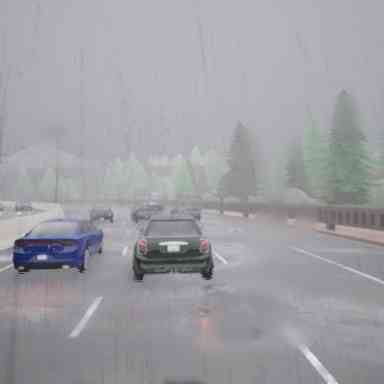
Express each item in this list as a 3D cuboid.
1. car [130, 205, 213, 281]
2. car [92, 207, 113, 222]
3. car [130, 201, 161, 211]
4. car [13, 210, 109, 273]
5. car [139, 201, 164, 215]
[{"bbox_3d":[-0.673,1.461,10.497,2.097,1.767,4.553,0,-1,-6],"label":"car"},{"bbox_3d":[-8.031,1.935,29.370,1.895,1.301,4.718,0,-1,-17],"label":"car"},{"bbox_3d":[-4.265,1.801,28.854,2.128,1.511,4.902,0,-1,-16],"label":"car"},{"bbox_3d":[-4.242,1.613,11.306,1.882,1.535,5.008,0,-1,-6],"label":"car"},{"bbox_3d":[-5.218,1.924,42.166,1.882,1.535,5.008,0,0,-24],"label":"car"}]
